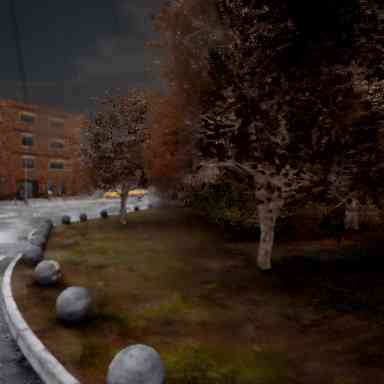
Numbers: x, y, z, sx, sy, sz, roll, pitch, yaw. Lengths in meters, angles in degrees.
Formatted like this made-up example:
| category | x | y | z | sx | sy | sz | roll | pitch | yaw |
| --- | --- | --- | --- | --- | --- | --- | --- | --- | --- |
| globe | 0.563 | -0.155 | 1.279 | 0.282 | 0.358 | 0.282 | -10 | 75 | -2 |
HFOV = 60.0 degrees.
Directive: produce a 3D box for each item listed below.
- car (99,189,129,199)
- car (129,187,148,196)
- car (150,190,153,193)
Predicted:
| category | x | y | z | sx | sy | sz | roll | pitch | yaw |
| --- | --- | --- | --- | --- | --- | --- | --- | --- | --- |
| car | -13.364 | 0.216 | 55.057 | 1.946 | 1.575 | 5.366 | 0 | 3 | 31 |
| car | -10.555 | -0.104 | 59.801 | 1.946 | 1.575 | 5.366 | 0 | 3 | 31 |
| car | -7.753 | -0.422 | 64.552 | 1.946 | 1.575 | 5.366 | 0 | 3 | 31 |
